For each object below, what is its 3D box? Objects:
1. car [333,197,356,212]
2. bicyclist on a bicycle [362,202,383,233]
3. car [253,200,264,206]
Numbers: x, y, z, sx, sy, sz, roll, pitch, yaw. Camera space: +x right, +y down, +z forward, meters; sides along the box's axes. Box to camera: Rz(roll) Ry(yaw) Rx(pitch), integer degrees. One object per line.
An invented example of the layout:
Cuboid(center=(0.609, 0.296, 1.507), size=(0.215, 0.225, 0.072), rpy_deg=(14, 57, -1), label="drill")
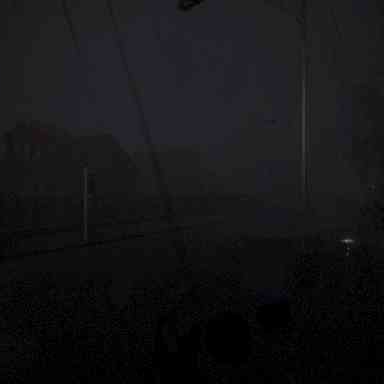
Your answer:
Cuboid(center=(17.989, 1.352, 39.148), size=(2.097, 1.767, 4.553), rpy_deg=(0, 0, 32), label="car")
Cuboid(center=(9.638, 1.349, 17.023), size=(1.656, 1.620, 0.582), rpy_deg=(0, 0, 31), label="bicyclist on a bicycle")
Cuboid(center=(7.350, 1.356, 46.532), size=(5.357, 1.415, 2.033), rpy_deg=(0, 0, 34), label="car")
